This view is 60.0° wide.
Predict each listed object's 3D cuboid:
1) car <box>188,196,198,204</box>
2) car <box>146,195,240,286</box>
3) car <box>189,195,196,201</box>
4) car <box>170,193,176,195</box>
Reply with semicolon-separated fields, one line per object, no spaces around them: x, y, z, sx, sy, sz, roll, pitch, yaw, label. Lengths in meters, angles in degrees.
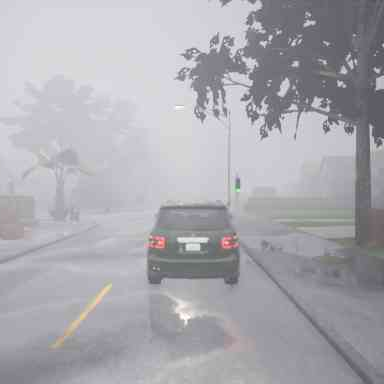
0.179;1.576;65.928;1.812;1.442;4.674;0;0;0;car
0.050;1.231;9.607;2.150;2.045;5.566;0;0;1;car
0.087;1.568;88.016;1.837;1.490;4.892;0;0;0;car
-4.040;1.392;52.393;2.097;1.767;4.553;0;0;0;car
